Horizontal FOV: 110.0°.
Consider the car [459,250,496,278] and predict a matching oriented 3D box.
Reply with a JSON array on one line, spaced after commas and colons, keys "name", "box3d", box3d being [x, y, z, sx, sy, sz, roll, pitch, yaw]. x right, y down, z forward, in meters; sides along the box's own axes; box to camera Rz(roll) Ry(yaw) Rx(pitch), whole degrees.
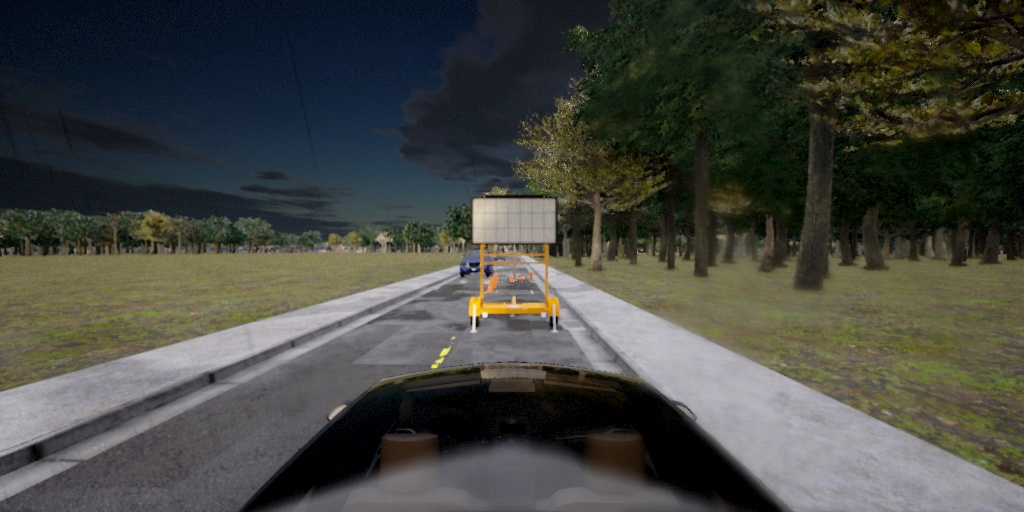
[{"name": "car", "box3d": [-2.662, 0.543, 27.852, 2.150, 2.045, 5.566, 0, 1, 0]}]

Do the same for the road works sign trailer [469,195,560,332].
[{"name": "road works sign trailer", "box3d": [0.067, 0.074, 10.261, 2.380, 3.560, 2.880, 0, 0, 0]}]
